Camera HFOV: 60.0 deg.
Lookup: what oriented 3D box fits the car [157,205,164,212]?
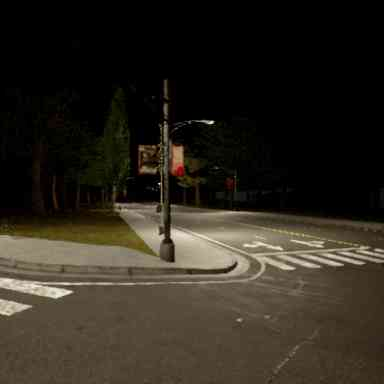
[{"bbox_3d":[-5.507,3.218,64.321,1.882,1.535,5.008,0,-1,-15],"label":"car"}]
